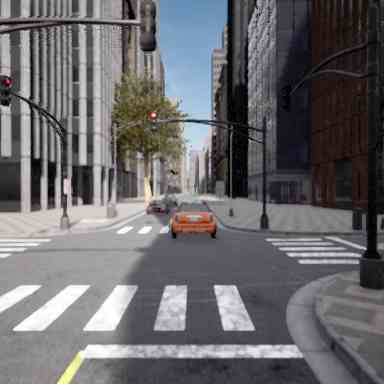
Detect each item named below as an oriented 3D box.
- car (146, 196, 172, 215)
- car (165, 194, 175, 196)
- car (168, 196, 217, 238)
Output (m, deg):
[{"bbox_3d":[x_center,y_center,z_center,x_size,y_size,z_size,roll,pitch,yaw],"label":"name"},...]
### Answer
[{"bbox_3d":[-3.100,1.383,31.100,1.994,1.385,4.181,0,0,0],"label":"car"},{"bbox_3d":[-3.090,1.080,46.842,2.097,1.767,4.553,0,0,0],"label":"car"},{"bbox_3d":[0.093,1.251,17.191,2.097,1.767,4.553,0,0,0],"label":"car"}]
